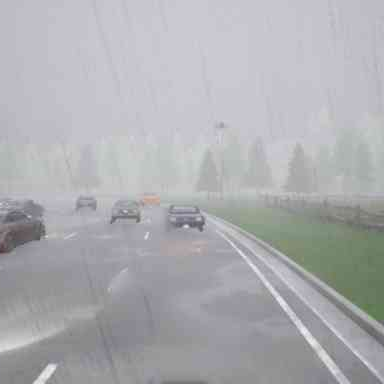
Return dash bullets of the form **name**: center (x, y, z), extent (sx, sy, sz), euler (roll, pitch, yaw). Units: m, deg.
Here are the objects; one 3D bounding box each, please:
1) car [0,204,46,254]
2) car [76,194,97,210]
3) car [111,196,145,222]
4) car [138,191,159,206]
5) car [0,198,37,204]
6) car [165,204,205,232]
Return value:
- **car**: center (-7.162, 1.373, 12.555), extent (1.994, 1.385, 4.181), euler (0, 1, -3)
- **car**: center (-10.772, 0.978, 33.997), extent (2.128, 1.511, 4.902), euler (0, 1, -16)
- **car**: center (-4.490, 1.205, 22.569), extent (2.033, 1.411, 5.357), euler (0, 1, -10)
- **car**: center (-5.395, 0.746, 40.103), extent (2.097, 1.767, 4.553), euler (0, 1, -18)
- **car**: center (-11.537, 1.206, 22.574), extent (2.033, 1.411, 5.357), euler (0, 1, -11)
- **car**: center (-0.542, 1.324, 18.230), extent (1.895, 1.301, 4.718), euler (0, 1, -6)
